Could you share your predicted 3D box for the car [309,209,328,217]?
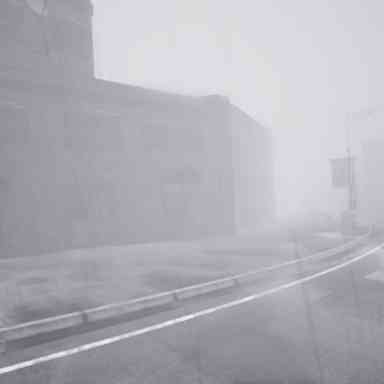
[{"bbox_3d":[21.515,3.576,56.550,1.994,1.385,4.181,-3,-3,-3],"label":"car"}]
